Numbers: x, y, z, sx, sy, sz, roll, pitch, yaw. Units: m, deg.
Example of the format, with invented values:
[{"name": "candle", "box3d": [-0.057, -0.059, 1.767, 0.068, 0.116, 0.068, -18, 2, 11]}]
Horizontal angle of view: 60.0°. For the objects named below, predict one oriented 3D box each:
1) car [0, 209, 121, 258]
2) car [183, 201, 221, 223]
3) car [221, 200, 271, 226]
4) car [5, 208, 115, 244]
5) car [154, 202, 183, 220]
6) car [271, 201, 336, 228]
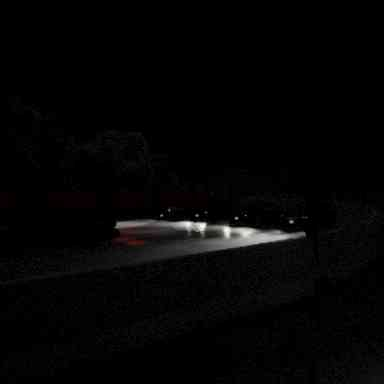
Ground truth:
[{"name": "car", "box3d": [-5.526, 1.519, 12.890, 5.357, 1.411, 2.033, -1, 0, -35]}, {"name": "car", "box3d": [1.664, 1.404, 24.246, 1.994, 1.385, 4.181, 0, 0, 42]}, {"name": "car", "box3d": [4.313, 1.343, 21.953, 1.837, 1.490, 4.892, 0, 0, 42]}, {"name": "car", "box3d": [-6.442, 1.558, 16.563, 4.718, 1.301, 1.895, -1, 0, -38]}, {"name": "car", "box3d": [-0.821, 1.445, 26.697, 1.895, 1.301, 4.718, 0, 0, 41]}, {"name": "car", "box3d": [6.959, 1.313, 19.661, 2.128, 1.511, 4.902, 0, 0, 42]}]
